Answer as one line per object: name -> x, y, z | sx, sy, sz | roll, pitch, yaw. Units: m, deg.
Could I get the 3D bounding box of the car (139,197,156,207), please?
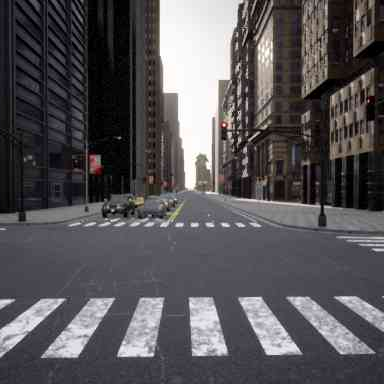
car -> -6.688, 1.496, 50.553 | 1.994, 1.385, 4.181 | 0, 0, 0

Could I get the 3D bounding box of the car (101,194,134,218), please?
car -> -6.654, 1.190, 30.658 | 2.150, 2.045, 5.566 | 0, 0, 0

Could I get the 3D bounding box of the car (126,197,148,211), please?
car -> -6.664, 1.428, 40.663 | 1.882, 1.535, 5.008 | 0, 0, 0

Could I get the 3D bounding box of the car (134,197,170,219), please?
car -> -3.399, 1.323, 29.054 | 2.097, 1.767, 4.553 | 0, 0, 0

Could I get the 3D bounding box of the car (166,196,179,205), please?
car -> -3.419, 1.463, 59.114 | 2.033, 1.411, 5.357 | 0, 0, 0

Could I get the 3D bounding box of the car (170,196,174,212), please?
car -> -3.418, 1.481, 38.036 | 1.812, 1.442, 4.674 | 0, 0, 0

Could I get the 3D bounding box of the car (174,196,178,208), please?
car -> -3.444, 1.501, 48.061 | 1.994, 1.385, 4.181 | 0, 0, -1
